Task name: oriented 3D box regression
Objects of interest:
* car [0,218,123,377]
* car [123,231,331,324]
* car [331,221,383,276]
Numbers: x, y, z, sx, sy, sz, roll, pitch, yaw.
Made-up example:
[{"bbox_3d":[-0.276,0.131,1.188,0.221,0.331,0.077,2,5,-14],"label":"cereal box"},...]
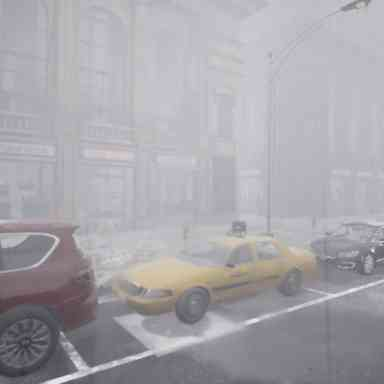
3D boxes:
[{"bbox_3d":[-3.664,1.310,4.031,5.009,1.841,2.192,0,0,-36],"label":"car"},{"bbox_3d":[0.756,1.558,7.185,4.829,1.417,1.752,0,0,-36],"label":"car"},{"bbox_3d":[5.454,1.624,10.537,4.403,1.369,2.008,0,0,-36],"label":"car"}]
